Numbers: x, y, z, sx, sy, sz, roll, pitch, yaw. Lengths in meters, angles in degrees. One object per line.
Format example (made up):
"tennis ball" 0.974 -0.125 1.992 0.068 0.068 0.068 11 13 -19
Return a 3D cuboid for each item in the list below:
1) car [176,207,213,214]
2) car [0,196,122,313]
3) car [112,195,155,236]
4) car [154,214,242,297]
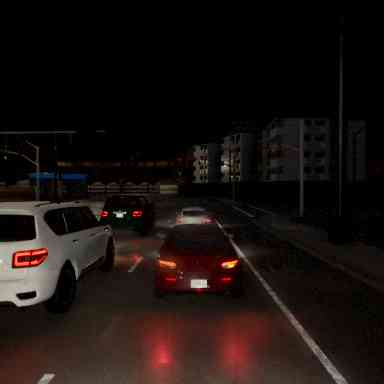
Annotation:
"car" 0.115 1.490 17.518 1.812 1.442 4.674 0 0 1
"car" -3.383 1.218 7.788 2.150 2.045 5.566 0 0 0
"car" -3.352 1.179 18.147 2.150 2.045 5.566 0 0 0
"car" 0.120 1.521 8.431 1.812 1.442 4.674 0 0 0
